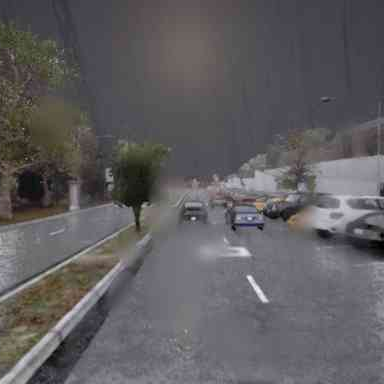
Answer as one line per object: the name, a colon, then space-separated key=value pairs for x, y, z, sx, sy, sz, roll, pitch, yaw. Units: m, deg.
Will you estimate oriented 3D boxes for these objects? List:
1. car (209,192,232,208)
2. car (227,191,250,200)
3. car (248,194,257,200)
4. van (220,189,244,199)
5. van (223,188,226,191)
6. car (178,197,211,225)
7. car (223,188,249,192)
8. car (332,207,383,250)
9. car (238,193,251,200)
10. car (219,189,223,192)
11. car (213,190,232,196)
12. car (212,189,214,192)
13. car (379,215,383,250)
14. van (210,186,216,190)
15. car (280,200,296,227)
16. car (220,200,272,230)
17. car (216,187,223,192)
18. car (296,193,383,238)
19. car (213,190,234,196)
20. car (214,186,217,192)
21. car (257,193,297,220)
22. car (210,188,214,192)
car: x=3.096 y=1.096 z=39.740 sx=2.128 sy=1.511 sz=4.902 roll=0 pitch=1 yaw=0
car: x=8.040 y=0.975 z=48.591 sx=4.792 sy=1.488 sz=2.163 roll=0 pitch=1 yaw=-20
car: x=8.239 y=1.244 z=30.664 sx=5.366 sy=1.575 sz=1.946 roll=0 pitch=1 yaw=-20
van: x=7.958 y=0.418 z=66.472 sx=4.442 sy=1.987 sz=1.878 roll=0 pitch=1 yaw=-20
van: x=8.176 y=0.570 z=57.612 sx=4.442 sy=1.987 sz=1.878 roll=0 pitch=1 yaw=-20
car: x=0.097 y=1.366 z=23.118 sx=1.837 sy=1.490 sz=4.892 roll=0 pitch=1 yaw=0
car: x=8.037 y=0.719 z=54.579 sx=4.553 sy=1.767 sz=2.185 roll=0 pitch=1 yaw=-20
car: x=8.094 y=1.475 z=12.591 sx=4.792 sy=1.488 sz=2.163 roll=1 pitch=0 yaw=-20
car: x=8.041 y=1.177 z=36.587 sx=4.792 sy=1.488 sz=2.163 roll=0 pitch=1 yaw=-20
car: x=8.058 y=0.745 z=60.555 sx=4.892 sy=1.521 sz=2.231 roll=0 pitch=1 yaw=-20
car: x=8.056 y=0.239 z=87.412 sx=4.674 sy=1.452 sz=2.002 roll=0 pitch=1 yaw=-20
car: x=8.035 y=0.446 z=78.446 sx=4.792 sy=1.488 sz=2.163 roll=0 pitch=2 yaw=-20
car: x=8.071 y=1.505 z=9.566 sx=4.674 sy=1.452 sz=2.002 roll=1 pitch=1 yaw=-20
van: x=7.956 y=-0.106 z=90.336 sx=4.442 sy=1.987 sz=1.878 roll=0 pitch=2 yaw=-20
car: x=7.896 y=1.394 z=18.518 sx=5.366 sy=1.575 sz=1.946 roll=1 pitch=1 yaw=-20
car: x=3.097 y=1.439 z=20.352 sx=2.033 sy=1.411 sz=5.357 roll=0 pitch=1 yaw=0
car: x=8.042 y=0.443 z=63.518 sx=5.566 sy=2.045 sz=2.435 roll=0 pitch=1 yaw=-20
car: x=8.097 y=1.174 z=15.588 sx=5.566 sy=2.045 sz=2.435 roll=1 pitch=0 yaw=-20
car: x=8.088 y=0.308 z=84.441 sx=4.792 sy=1.488 sz=2.163 roll=0 pitch=1 yaw=-20
car: x=8.093 y=0.342 z=69.514 sx=5.566 sy=2.045 sz=2.435 roll=0 pitch=1 yaw=-20
car: x=8.045 y=1.083 z=24.568 sx=5.566 sy=2.045 sz=2.435 roll=1 pitch=1 yaw=-20
car: x=7.890 y=0.345 z=81.371 sx=5.366 sy=1.575 sz=1.946 roll=0 pitch=2 yaw=-20
